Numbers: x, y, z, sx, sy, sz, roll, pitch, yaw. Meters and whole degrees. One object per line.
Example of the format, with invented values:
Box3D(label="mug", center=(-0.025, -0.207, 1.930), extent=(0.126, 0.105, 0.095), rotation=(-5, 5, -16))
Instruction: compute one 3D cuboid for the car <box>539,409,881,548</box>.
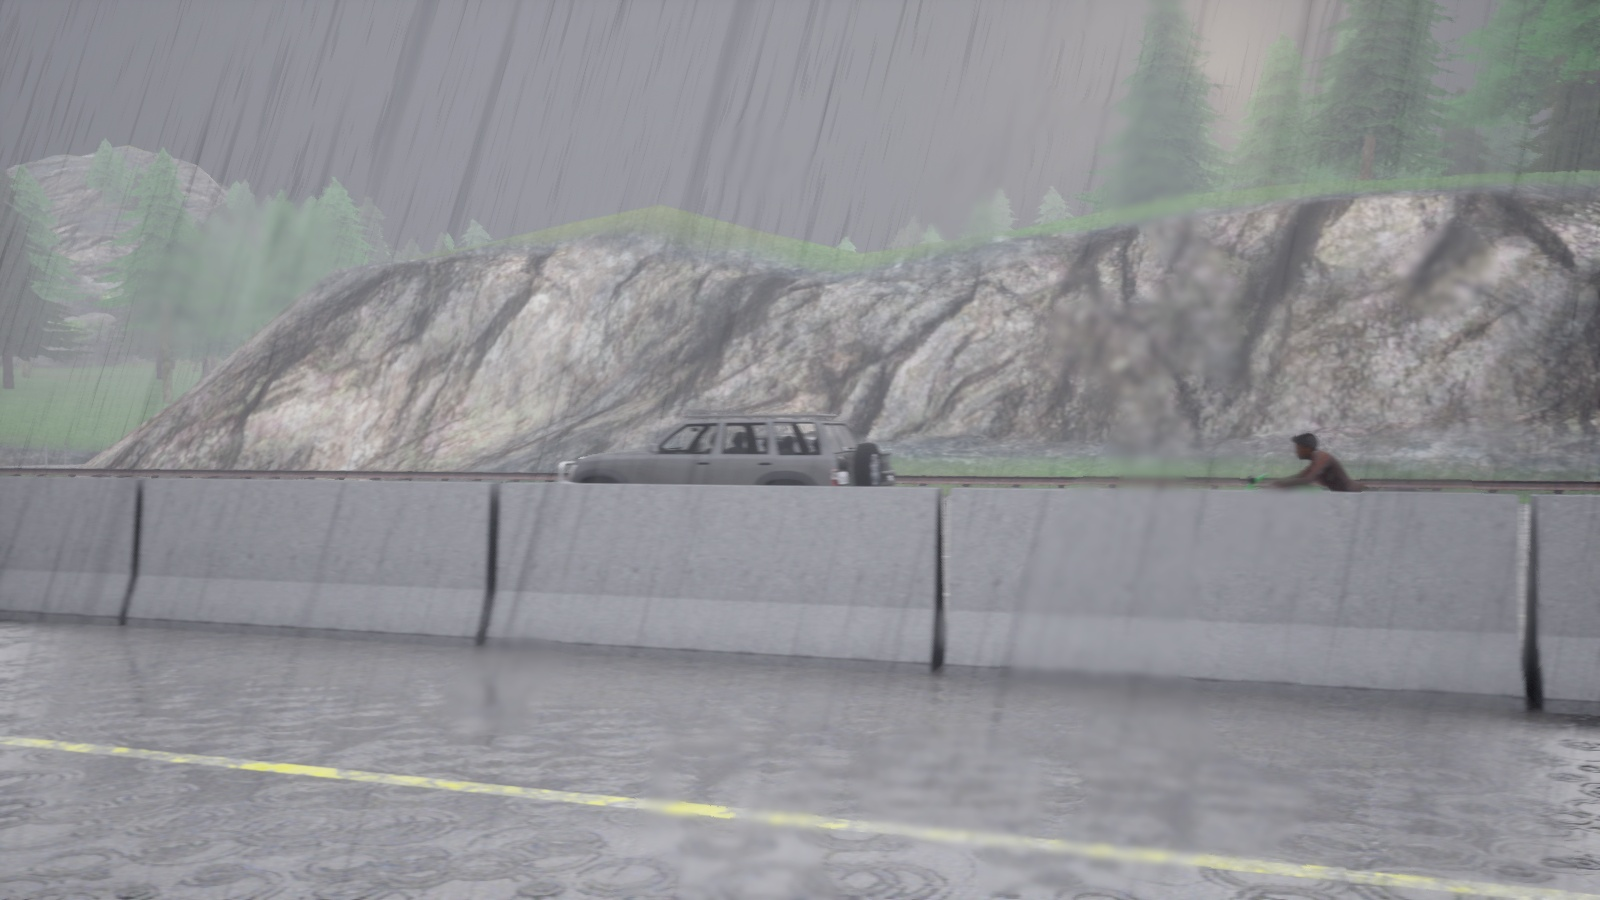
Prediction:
Box3D(label="car", center=(-1.291, 0.343, 18.394), extent=(4.605, 1.855, 1.932), rotation=(1, 1, 19))

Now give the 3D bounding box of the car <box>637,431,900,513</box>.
Box3D(label="car", center=(-0.634, 0.391, 25.561), extent=(5.008, 1.535, 1.882), rotation=(1, 1, 19))

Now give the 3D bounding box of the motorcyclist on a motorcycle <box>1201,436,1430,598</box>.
Box3D(label="motorcyclist on a motorcycle", center=(5.099, 0.627, 12.555), extent=(2.044, 1.523, 0.797), rotation=(0, 1, 19))
